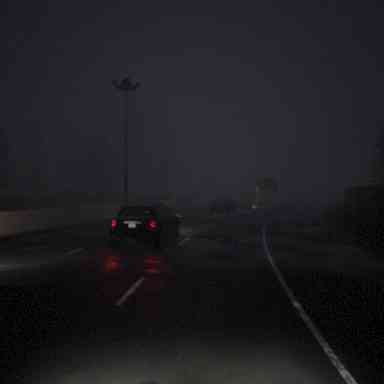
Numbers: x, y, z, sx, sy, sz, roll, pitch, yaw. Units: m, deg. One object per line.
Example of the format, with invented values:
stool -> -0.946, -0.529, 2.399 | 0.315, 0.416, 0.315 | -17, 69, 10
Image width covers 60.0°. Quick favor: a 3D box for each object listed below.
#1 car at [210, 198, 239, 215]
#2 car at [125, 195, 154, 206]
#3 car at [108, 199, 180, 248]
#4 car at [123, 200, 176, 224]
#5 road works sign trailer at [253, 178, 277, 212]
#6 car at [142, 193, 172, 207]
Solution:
car -> 3.245, 1.332, 32.826 | 1.882, 1.535, 5.008 | 0, 0, 21
car -> -7.912, 1.251, 50.613 | 1.837, 1.490, 4.892 | 0, 0, 29
car -> -1.893, 1.279, 14.620 | 2.097, 1.767, 4.553 | 0, 0, 9
car -> -3.049, 1.421, 25.438 | 2.033, 1.411, 5.357 | 0, 0, 16
road works sign trailer -> 8.088, 0.315, 36.166 | 2.380, 3.560, 2.880 | 0, 0, 28
car -> -5.070, 1.111, 48.521 | 2.097, 1.767, 4.553 | 0, 1, 28
